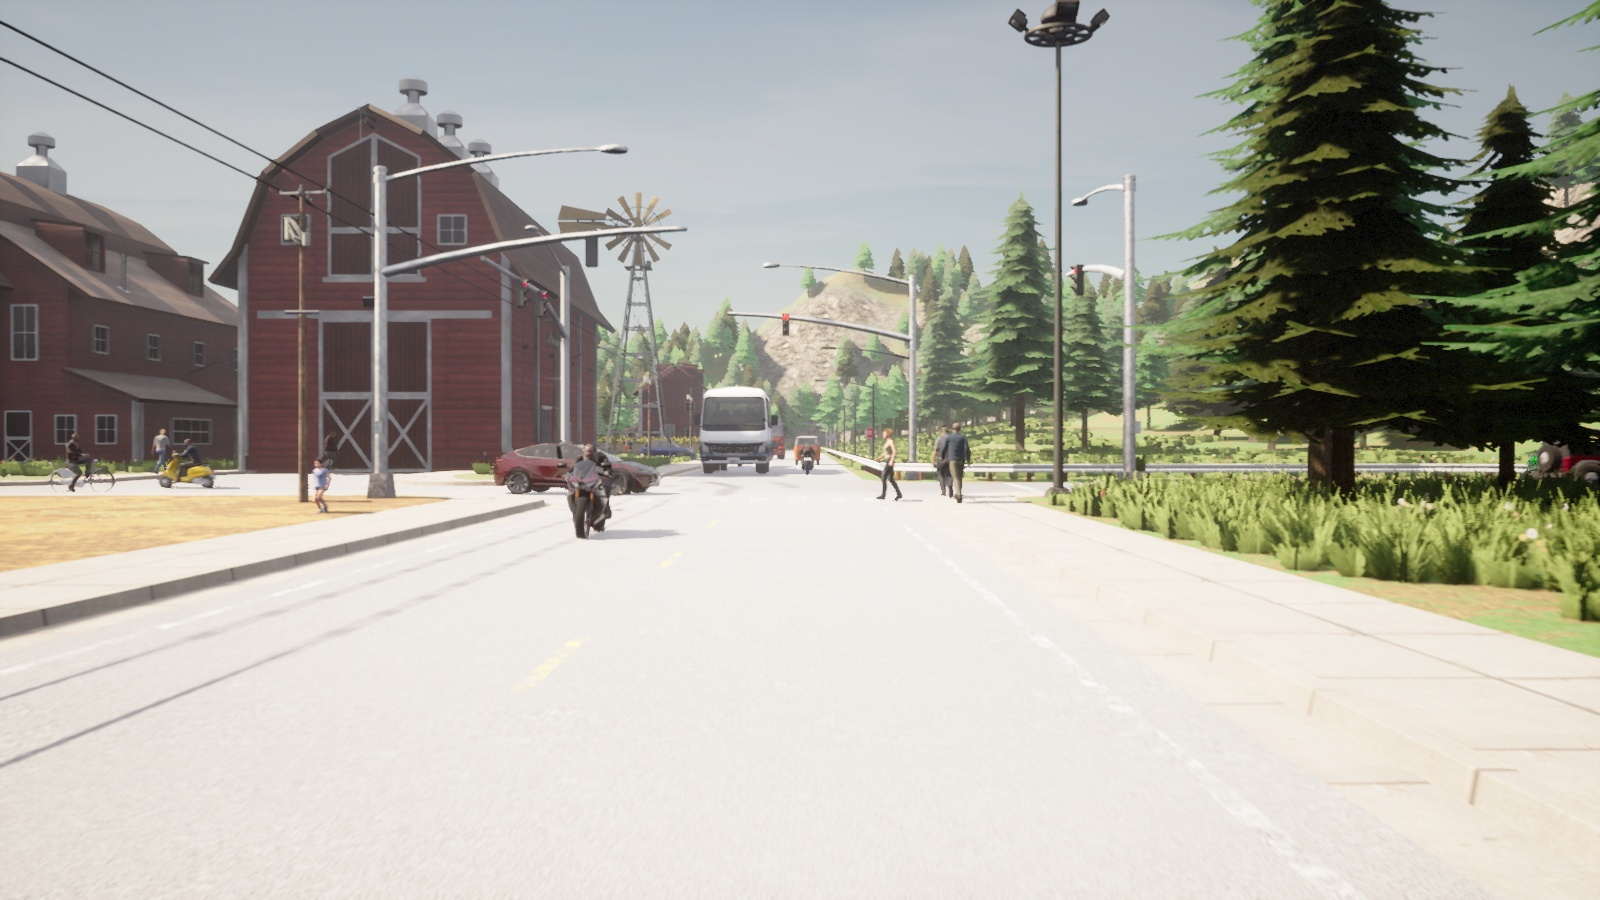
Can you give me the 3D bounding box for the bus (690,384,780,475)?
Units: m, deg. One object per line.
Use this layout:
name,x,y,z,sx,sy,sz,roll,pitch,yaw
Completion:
bus,-3.122,-0.992,63.563,3.944,4.253,10.273,0,0,0

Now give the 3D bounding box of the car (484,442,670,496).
car,-6.357,0.516,36.076,4.792,1.488,2.163,0,0,10

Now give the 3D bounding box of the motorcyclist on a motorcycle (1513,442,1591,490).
motorcyclist on a motorcycle,24.138,0.493,40.333,2.044,1.523,0.797,0,0,-1

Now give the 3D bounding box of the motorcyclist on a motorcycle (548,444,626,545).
motorcyclist on a motorcycle,-3.371,0.665,20.100,0.866,1.530,2.191,0,0,0

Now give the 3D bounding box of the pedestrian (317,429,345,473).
pedestrian,-19.719,0.052,52.830,0.899,1.844,0.634,0,0,5

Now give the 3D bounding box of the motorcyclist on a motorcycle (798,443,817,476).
motorcyclist on a motorcycle,0.356,0.443,59.931,0.866,1.530,2.191,0,0,0

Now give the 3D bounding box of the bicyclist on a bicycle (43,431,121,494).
bicyclist on a bicycle,-20.735,0.364,36.274,1.843,1.776,0.659,-1,0,-1

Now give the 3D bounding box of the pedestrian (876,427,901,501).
pedestrian,2.225,0.351,31.604,0.594,1.836,0.345,0,0,1

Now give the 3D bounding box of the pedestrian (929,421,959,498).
pedestrian,3.527,0.230,30.807,0.540,1.848,0.694,0,0,-10

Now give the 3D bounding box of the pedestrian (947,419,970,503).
pedestrian,3.524,0.246,28.000,0.402,1.842,0.726,0,0,-1

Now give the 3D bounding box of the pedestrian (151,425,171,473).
pedestrian,-25.037,-0.039,49.225,0.354,1.836,0.706,0,0,9

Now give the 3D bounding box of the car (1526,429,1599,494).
car,23.775,0.326,36.828,3.866,1.878,1.905,0,0,-1

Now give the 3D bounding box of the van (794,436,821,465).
van,0.507,0.010,86.506,1.775,1.987,4.442,0,0,0

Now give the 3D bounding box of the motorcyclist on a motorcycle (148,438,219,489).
motorcyclist on a motorcycle,-19.509,0.412,39.790,1.817,1.590,0.866,0,0,-1

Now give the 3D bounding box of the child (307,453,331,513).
child,-9.025,0.616,23.575,0.255,1.110,0.394,0,0,11
